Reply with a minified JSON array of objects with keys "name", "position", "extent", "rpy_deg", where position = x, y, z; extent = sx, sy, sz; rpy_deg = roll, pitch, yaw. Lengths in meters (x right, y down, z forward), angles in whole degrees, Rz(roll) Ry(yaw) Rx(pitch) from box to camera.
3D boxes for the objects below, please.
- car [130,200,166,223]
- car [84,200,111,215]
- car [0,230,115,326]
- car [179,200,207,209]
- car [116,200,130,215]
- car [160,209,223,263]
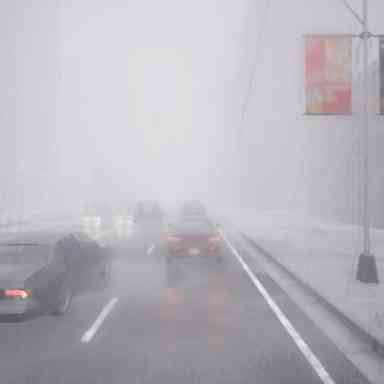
[{"name":"car","position":[-3.177,1.414,25.915],"extent":[2.097,1.767,4.553],"rpy_deg":[0,0,0]},{"name":"car","position":[-9.844,1.574,34.887],"extent":[2.128,1.511,4.902],"rpy_deg":[0,0,0]},{"name":"car","position":[-3.206,1.568,7.442],"extent":[2.033,1.411,5.357],"rpy_deg":[0,0,1]},{"name":"car","position":[0.073,1.414,25.917],"extent":[2.097,1.767,4.553],"rpy_deg":[0,0,0]},{"name":"car","position":[-6.593,1.574,34.933],"extent":[2.128,1.511,4.902],"rpy_deg":[0,0,0]},{"name":"car","position":[0.077,1.557,11.935],"extent":[1.812,1.442,4.674],"rpy_deg":[0,0,0]}]
